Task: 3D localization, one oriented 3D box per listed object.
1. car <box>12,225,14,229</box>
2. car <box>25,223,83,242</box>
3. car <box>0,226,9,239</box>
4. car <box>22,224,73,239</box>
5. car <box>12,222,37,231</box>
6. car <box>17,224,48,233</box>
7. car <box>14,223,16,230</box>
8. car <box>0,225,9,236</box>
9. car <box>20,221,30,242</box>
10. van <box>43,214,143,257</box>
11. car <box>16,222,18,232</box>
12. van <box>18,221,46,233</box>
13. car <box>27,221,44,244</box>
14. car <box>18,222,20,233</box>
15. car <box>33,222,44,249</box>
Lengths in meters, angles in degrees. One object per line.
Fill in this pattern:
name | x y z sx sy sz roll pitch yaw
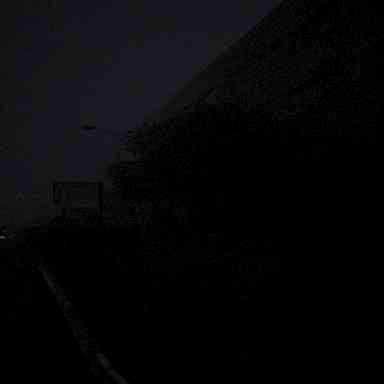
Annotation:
car | -32.969 6.998 67.349 5.566 2.045 2.435 2 -6 -29
car | -12.755 3.708 30.787 4.792 1.488 2.163 2 -6 -29
car | -21.670 4.502 37.238 1.994 1.385 4.181 2 -6 -29
car | -15.451 4.184 35.659 4.792 1.488 2.163 2 -6 -29
car | -42.447 8.663 84.371 5.566 2.045 2.435 2 -6 -29
car | -27.601 6.336 57.565 4.674 1.452 2.002 2 -6 -29
car | -24.970 5.830 52.804 5.008 1.535 2.097 2 -6 -29
car | -26.527 5.360 46.021 1.994 1.385 4.181 2 -6 -29
car | -8.770 2.713 23.476 5.566 2.045 2.435 2 -6 -29
van | -4.612 2.097 16.253 4.442 1.987 1.878 2 -5 -29
car | -20.869 5.107 45.387 4.892 1.521 2.231 2 -6 -29
van | -28.849 6.312 60.081 4.442 1.987 1.878 2 -6 -29
car | -7.422 2.735 21.083 5.008 1.535 2.097 2 -6 -29
car | -16.661 4.393 38.173 5.366 1.575 1.946 2 -6 -29
car | -6.030 2.544 18.625 4.792 1.488 2.163 2 -5 -29
